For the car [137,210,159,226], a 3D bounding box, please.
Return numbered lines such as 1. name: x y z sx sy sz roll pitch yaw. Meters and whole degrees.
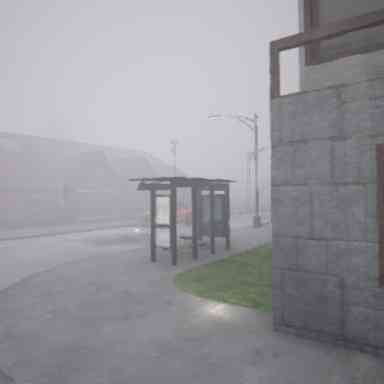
1. car: -1.924 1.579 24.615 2.097 1.767 4.553 -1 -1 36
